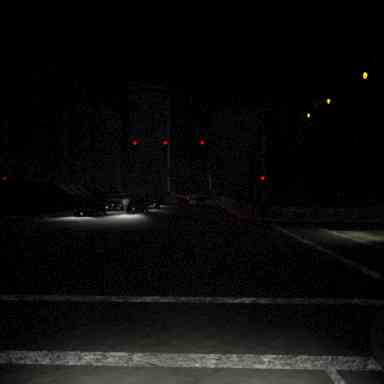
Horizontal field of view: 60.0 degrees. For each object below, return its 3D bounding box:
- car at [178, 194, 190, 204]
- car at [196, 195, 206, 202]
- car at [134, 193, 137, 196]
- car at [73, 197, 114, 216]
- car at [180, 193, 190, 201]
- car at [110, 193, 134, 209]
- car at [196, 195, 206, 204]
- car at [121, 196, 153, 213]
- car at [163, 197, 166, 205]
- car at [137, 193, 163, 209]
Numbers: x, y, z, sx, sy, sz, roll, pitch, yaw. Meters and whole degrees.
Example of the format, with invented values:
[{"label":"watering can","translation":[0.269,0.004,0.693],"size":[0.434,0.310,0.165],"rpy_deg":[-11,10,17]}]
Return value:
[{"label":"car","translation":[-1.743,1.564,66.062],"size":[1.994,1.385,4.181],"rpy_deg":[0,0,1]},{"label":"car","translation":[1.969,1.352,74.566],"size":[2.128,1.511,4.902],"rpy_deg":[0,0,1]},{"label":"car","translation":[-9.156,1.221,53.073],"size":[2.150,2.045,5.566],"rpy_deg":[0,0,1]},{"label":"car","translation":[-9.745,1.547,32.529],"size":[2.033,1.411,5.357],"rpy_deg":[0,0,4]},{"label":"car","translation":[-1.530,1.182,74.623],"size":[2.097,1.767,4.553],"rpy_deg":[0,0,1]},{"label":"car","translation":[-9.423,1.221,42.709],"size":[2.150,2.045,5.566],"rpy_deg":[0,0,2]},{"label":"car","translation":[1.741,1.505,65.349],"size":[1.837,1.490,4.892],"rpy_deg":[0,0,1]},{"label":"car","translation":[-6.059,1.491,37.225],"size":[2.128,1.511,4.902],"rpy_deg":[0,0,1]},{"label":"car","translation":[-5.549,1.547,57.152],"size":[2.033,1.411,5.357],"rpy_deg":[0,0,2]},{"label":"car","translation":[-5.819,1.221,46.797],"size":[2.150,2.045,5.566],"rpy_deg":[0,0,1]}]
